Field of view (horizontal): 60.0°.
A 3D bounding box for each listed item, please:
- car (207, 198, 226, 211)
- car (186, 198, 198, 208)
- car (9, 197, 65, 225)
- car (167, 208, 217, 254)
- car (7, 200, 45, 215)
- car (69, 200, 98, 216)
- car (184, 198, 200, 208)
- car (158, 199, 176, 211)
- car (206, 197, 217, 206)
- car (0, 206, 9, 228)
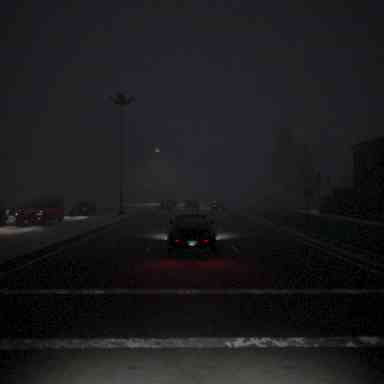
[{"bbox_3d":[3.488,1.836,44.785,1.895,1.301,4.718,0,0,0],"label":"car"},{"bbox_3d":[-0.015,1.792,54.758,1.837,1.490,4.892,0,0,0],"label":"car"},{"bbox_3d":[-11.512,1.484,25.346,2.097,1.767,4.553,0,0,0],"label":"car"},{"bbox_3d":[-0.004,1.598,13.728,1.812,1.442,4.674,0,0,0],"label":"car"},{"bbox_3d":[-18.510,1.699,37.328,1.837,1.490,4.892,0,0,0],"label":"car"},{"bbox_3d":[-11.509,1.690,35.519,1.837,1.490,4.892,0,0,0],"label":"car"},{"bbox_3d":[-0.012,1.737,44.338,1.837,1.490,4.892,0,0,0],"label":"car"},{"bbox_3d":[-3.512,1.760,44.753,1.812,1.442,4.674,0,0,0],"label":"car"},{"bbox_3d":[3.485,1.639,54.730,2.097,1.767,4.553,0,0,0],"label":"car"},{"bbox_3d":[-11.579,1.632,16.227,2.033,1.411,5.357,0,0,0],"label":"car"}]
